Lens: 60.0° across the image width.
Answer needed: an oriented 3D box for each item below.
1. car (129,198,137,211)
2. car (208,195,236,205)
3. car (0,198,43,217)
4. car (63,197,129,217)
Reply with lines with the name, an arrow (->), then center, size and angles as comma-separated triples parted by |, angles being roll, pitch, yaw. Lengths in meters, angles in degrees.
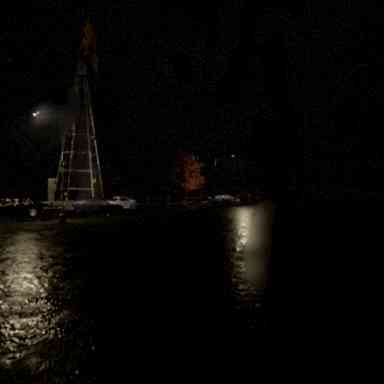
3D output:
car -> -7.669, 1.208, 34.208 | 1.812, 1.442, 4.674 | 2, 1, 37
car -> 4.549, 1.172, 49.926 | 2.033, 1.411, 5.357 | 2, 1, 39
car -> -14.123, 1.221, 25.758 | 1.837, 1.490, 4.892 | 2, 1, 39
car -> -8.383, 1.306, 28.544 | 2.033, 1.411, 5.357 | 2, 1, 38
